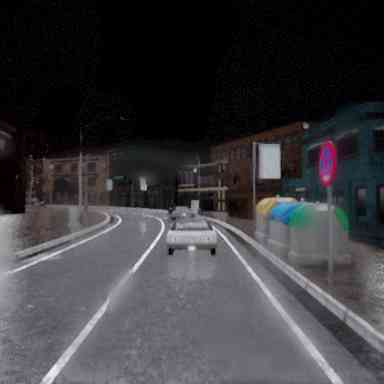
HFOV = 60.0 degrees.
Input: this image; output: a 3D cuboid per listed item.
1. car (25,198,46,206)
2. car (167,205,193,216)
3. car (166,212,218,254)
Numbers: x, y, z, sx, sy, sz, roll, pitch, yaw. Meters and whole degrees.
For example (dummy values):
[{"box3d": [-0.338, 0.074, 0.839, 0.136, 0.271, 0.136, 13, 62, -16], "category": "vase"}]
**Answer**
[{"box3d": [-28.427, 1.822, 59.531, 4.902, 1.511, 2.128, 0, -1, 24], "category": "car"}, {"box3d": [-1.019, 1.851, 29.503, 1.994, 1.385, 4.181, 0, -1, -10], "category": "car"}, {"box3d": [-0.008, 1.736, 14.100, 1.895, 1.301, 4.718, 0, -1, 0], "category": "car"}]
